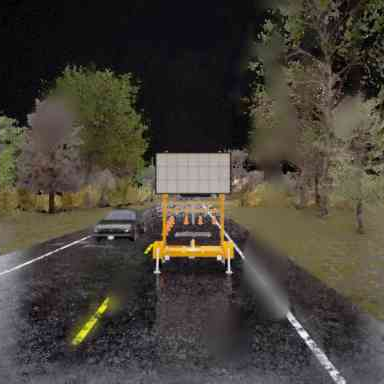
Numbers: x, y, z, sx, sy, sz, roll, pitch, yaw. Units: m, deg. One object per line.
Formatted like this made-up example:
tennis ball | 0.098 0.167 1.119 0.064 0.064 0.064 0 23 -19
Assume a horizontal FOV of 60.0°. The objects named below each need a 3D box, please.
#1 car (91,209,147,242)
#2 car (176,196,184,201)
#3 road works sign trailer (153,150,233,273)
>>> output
car | -3.444 1.558 16.783 2.033 1.411 5.357 0 0 0
car | -3.192 1.835 90.627 1.895 1.301 4.718 0 0 0
road works sign trailer | 0.040 0.469 10.645 2.380 3.560 2.880 0 0 0
